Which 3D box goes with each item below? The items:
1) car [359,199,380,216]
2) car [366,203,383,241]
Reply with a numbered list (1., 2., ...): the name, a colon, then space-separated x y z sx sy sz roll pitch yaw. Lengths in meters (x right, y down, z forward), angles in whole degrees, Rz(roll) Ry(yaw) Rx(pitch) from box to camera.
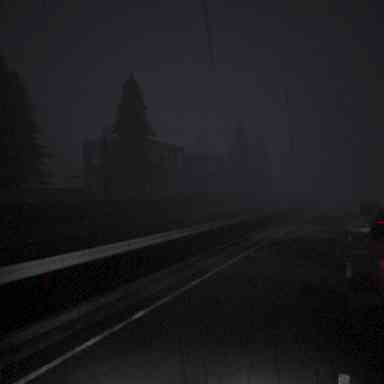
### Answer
1. car: 18.440 1.490 34.309 1.882 1.535 5.008 -1 0 26
2. car: 9.810 1.502 16.353 1.837 1.490 4.892 -1 0 26
